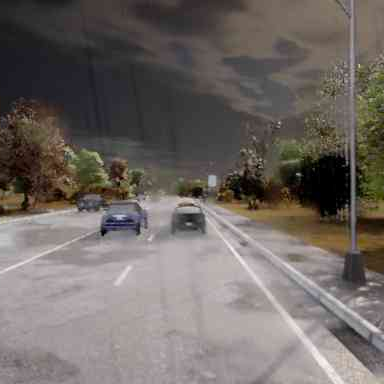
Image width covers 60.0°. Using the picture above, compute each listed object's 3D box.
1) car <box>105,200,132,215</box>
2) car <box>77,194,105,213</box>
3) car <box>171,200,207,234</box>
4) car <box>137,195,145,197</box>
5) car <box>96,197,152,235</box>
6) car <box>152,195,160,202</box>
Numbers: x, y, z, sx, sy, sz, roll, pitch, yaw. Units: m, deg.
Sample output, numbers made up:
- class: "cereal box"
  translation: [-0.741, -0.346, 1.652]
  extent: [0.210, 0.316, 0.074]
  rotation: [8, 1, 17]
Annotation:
- class: "car"
  translation: [-7.732, 1.574, 35.327]
  extent: [1.994, 1.385, 4.181]
  rotation: [0, 0, -1]
- class: "car"
  translation: [-11.288, 1.234, 38.063]
  extent: [2.150, 2.045, 5.566]
  rotation: [0, 0, -1]
- class: "car"
  translation: [-0.204, 1.480, 19.268]
  extent: [1.882, 1.535, 5.008]
  rotation: [0, 0, -1]
- class: "car"
  translation: [-12.070, 1.413, 79.349]
  extent: [2.128, 1.511, 4.902]
  rotation: [0, 0, -1]
- class: "car"
  translation: [-3.703, 1.357, 19.003]
  extent: [2.097, 1.767, 4.553]
  rotation: [0, 0, -1]
- class: "car"
  translation: [-8.515, 1.490, 76.799]
  extent: [1.837, 1.490, 4.892]
  rotation: [0, 0, -1]
